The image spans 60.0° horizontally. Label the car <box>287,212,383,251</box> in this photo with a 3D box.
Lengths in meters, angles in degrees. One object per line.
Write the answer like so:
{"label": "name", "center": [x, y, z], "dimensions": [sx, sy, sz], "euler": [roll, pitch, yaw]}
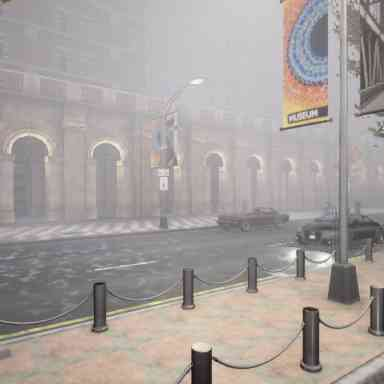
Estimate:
{"label": "car", "center": [6.290, 1.564, 14.070], "dimensions": [4.181, 1.385, 1.994], "euler": [0, 0, -36]}

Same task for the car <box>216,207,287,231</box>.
{"label": "car", "center": [3.782, 1.595, 20.477], "dimensions": [4.718, 1.301, 1.895], "euler": [0, 0, -36]}
